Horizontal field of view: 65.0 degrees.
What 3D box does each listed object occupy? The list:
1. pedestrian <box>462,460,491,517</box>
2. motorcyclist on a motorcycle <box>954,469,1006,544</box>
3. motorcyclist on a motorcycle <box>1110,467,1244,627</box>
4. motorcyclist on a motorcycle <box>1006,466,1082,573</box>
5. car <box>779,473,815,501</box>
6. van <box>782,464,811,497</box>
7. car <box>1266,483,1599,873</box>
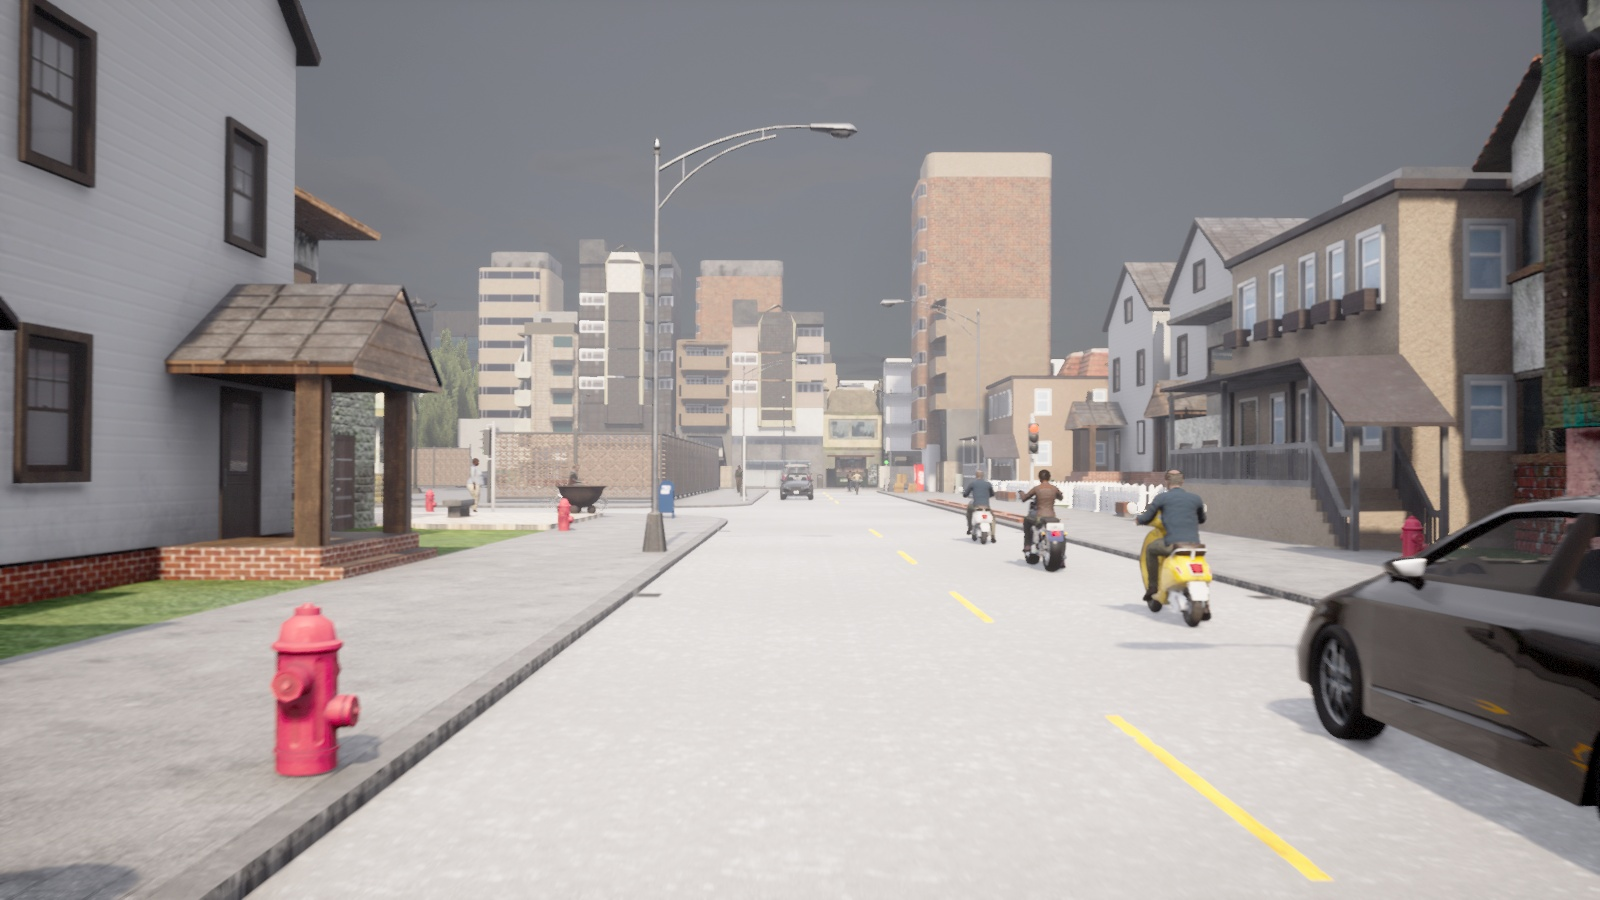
[{"bbox_3d":[-10.718,1.261,41.614,0.900,1.855,0.874,0,-1,-14],"label":"pedestrian"},{"bbox_3d":[3.939,1.214,27.597,0.866,1.590,1.817,0,-1,0],"label":"motorcyclist on a motorcycle"},{"bbox_3d":[3.964,0.976,13.373,0.866,1.590,1.817,0,-1,0],"label":"motorcyclist on a motorcycle"},{"bbox_3d":[3.946,1.093,20.530,0.766,1.649,2.350,0,-1,0],"label":"motorcyclist on a motorcycle"},{"bbox_3d":[-0.133,1.983,68.941,1.816,1.474,4.193,0,-1,1],"label":"car"},{"bbox_3d":[-0.188,1.867,77.611,1.775,1.987,4.442,0,-1,0],"label":"van"},{"bbox_3d":[3.983,0.915,6.155,1.816,1.474,4.193,0,-1,0],"label":"car"}]
